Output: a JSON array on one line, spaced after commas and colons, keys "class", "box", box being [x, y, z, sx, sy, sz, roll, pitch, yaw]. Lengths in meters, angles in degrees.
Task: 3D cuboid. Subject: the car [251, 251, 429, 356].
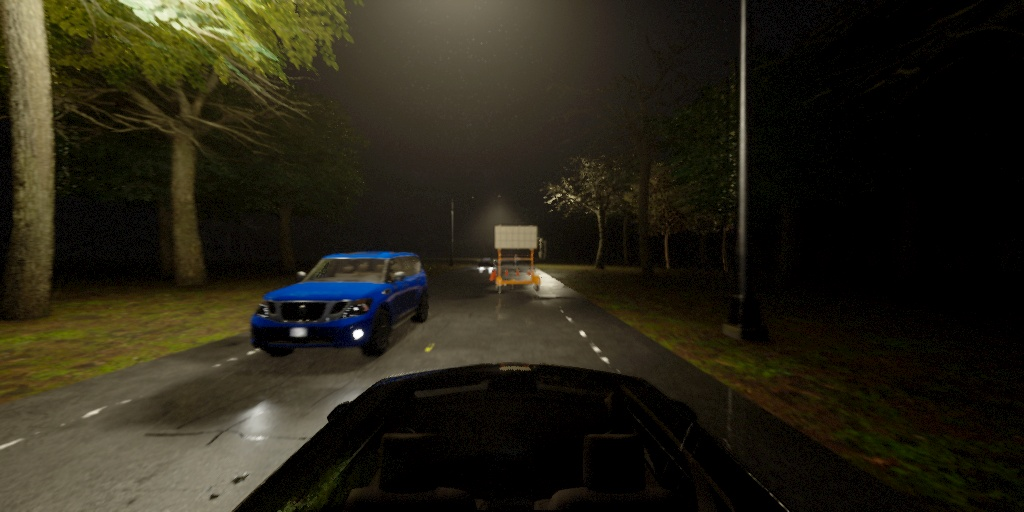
[{"class": "car", "box": [-3.595, 0.905, 8.805, 2.150, 2.045, 5.566, 0, 1, 0]}]

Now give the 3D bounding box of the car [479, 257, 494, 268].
[{"class": "car", "box": [-3.545, 0.897, 50.617, 1.994, 1.385, 4.181, 0, 0, 0]}]

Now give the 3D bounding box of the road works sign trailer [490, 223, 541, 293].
[{"class": "road works sign trailer", "box": [0.196, 0.050, 19.432, 2.380, 3.560, 2.880, 0, 0, -8]}]
